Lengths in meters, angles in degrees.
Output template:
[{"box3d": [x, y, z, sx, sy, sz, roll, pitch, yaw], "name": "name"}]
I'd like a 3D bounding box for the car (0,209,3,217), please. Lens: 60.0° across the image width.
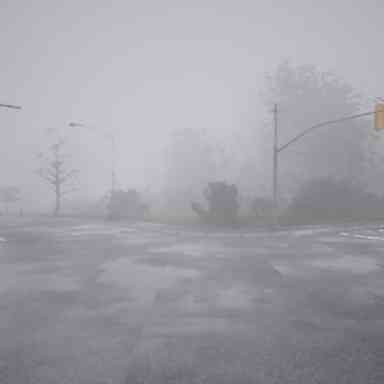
[{"box3d": [-32.650, 3.478, 55.168, 1.837, 1.490, 4.892, 1, -3, -38], "name": "car"}]
